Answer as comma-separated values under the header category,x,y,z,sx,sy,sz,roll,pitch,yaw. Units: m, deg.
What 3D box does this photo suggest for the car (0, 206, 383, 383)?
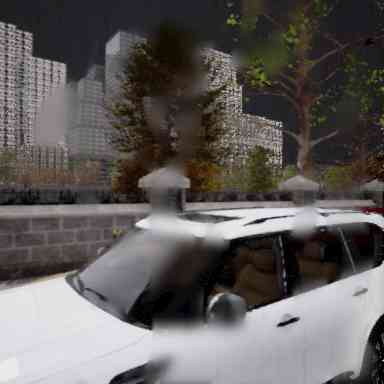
category,x,y,z,sx,sy,sz,roll,pitch,yaw
car,0.239,1.231,3.537,5.566,2.045,2.150,0,0,-36

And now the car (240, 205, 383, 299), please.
category,x,y,z,sx,sy,sz,roll,pitch,yaw
car,3.957,1.355,9.377,5.009,1.841,2.192,0,0,-35

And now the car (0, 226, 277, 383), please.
category,x,y,z,sx,sy,sz,roll,pitch,yaw
car,-0.767,1.538,6.009,4.829,1.417,1.752,0,0,-35
